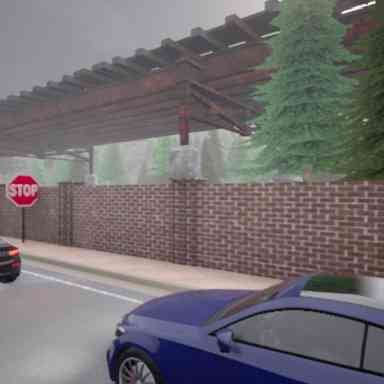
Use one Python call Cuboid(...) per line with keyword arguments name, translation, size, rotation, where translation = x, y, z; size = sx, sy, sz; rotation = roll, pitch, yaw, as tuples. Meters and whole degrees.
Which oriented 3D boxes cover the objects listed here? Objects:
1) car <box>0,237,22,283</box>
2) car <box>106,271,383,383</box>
Cuboid(name="car", translation=(-6.076, 1.526, 8.328), size=(4.674, 1.442, 1.812), rotation=(0, 0, 36))
Cuboid(name="car", translation=(1.235, 1.526, 3.111), size=(4.674, 1.442, 1.812), rotation=(0, 0, 36))
